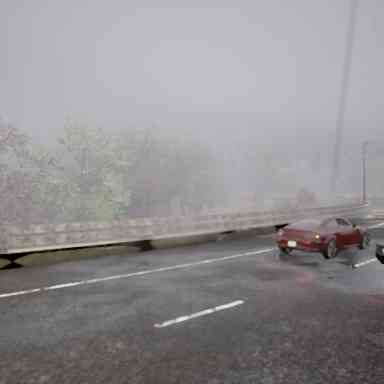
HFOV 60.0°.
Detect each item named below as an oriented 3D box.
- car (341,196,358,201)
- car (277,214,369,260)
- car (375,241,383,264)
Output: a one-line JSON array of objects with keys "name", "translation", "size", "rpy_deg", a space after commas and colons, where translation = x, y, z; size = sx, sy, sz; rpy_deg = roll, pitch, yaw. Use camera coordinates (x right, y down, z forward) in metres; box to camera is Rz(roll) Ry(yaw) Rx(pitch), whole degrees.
[{"name": "car", "translation": [40.271, 1.663, 86.054], "size": [1.812, 1.442, 4.674], "rpy_deg": [0, 0, 1]}, {"name": "car", "translation": [5.071, 1.569, 12.710], "size": [4.674, 1.442, 1.812], "rpy_deg": [0, 0, -42]}, {"name": "car", "translation": [7.395, 1.632, 10.060], "size": [4.718, 1.301, 1.895], "rpy_deg": [0, 0, -42]}]
